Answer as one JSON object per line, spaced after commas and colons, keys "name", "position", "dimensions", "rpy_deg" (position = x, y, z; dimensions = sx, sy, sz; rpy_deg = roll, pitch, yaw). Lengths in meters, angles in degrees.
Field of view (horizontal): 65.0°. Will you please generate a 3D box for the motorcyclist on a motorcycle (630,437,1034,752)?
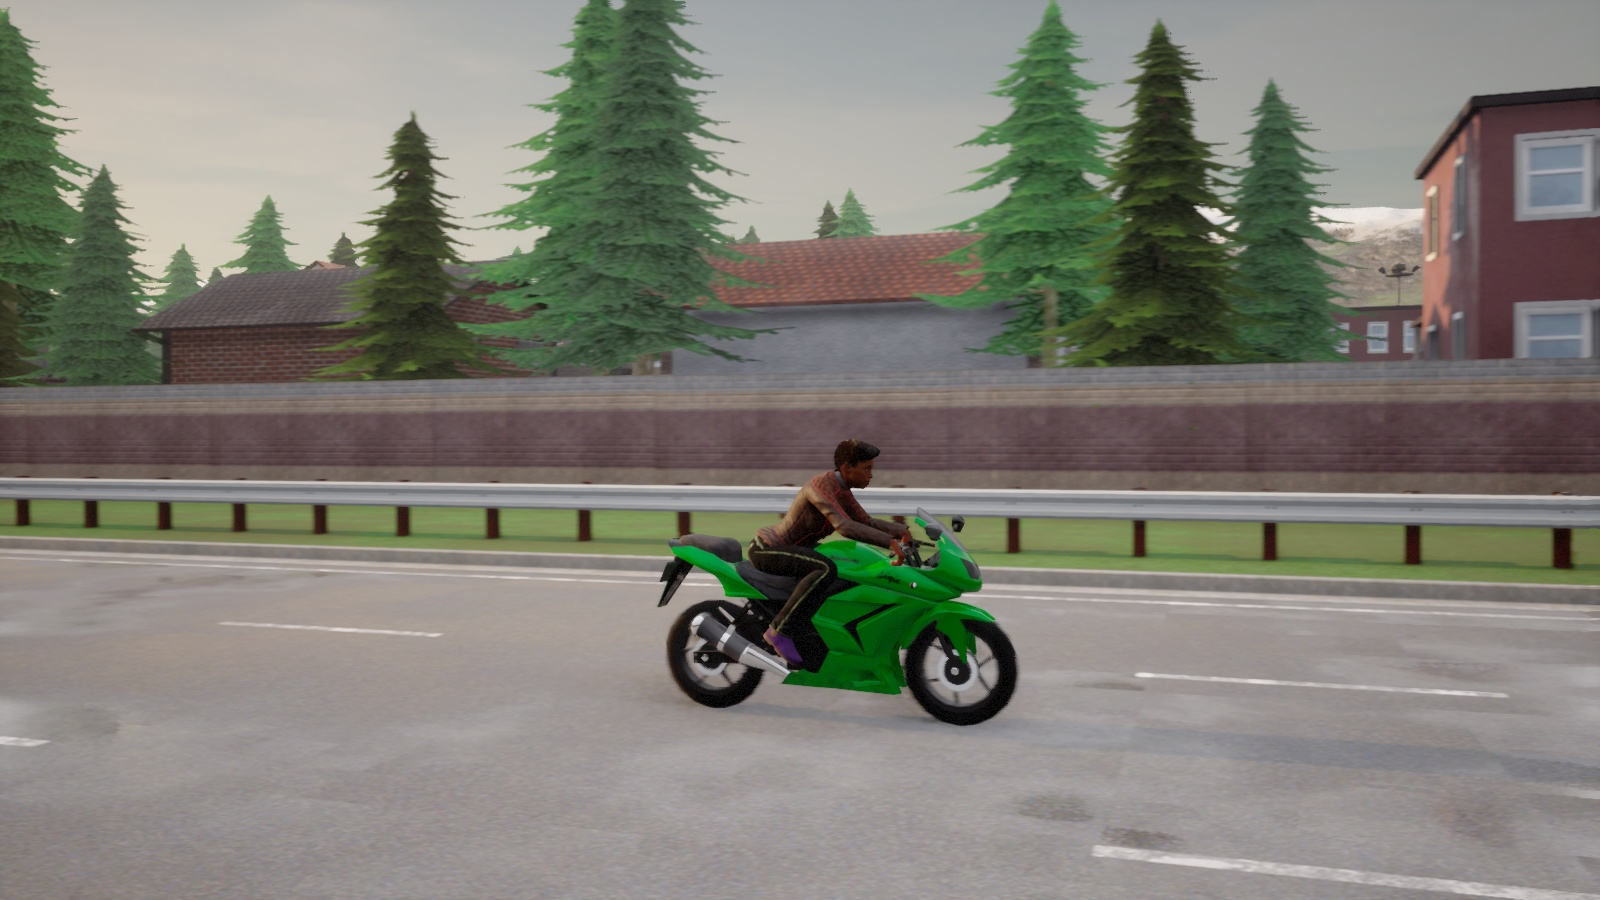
{"name": "motorcyclist on a motorcycle", "position": [0.183, 0.700, 6.824], "dimensions": [2.044, 1.523, 0.797], "rpy_deg": [1, 1, 19]}
